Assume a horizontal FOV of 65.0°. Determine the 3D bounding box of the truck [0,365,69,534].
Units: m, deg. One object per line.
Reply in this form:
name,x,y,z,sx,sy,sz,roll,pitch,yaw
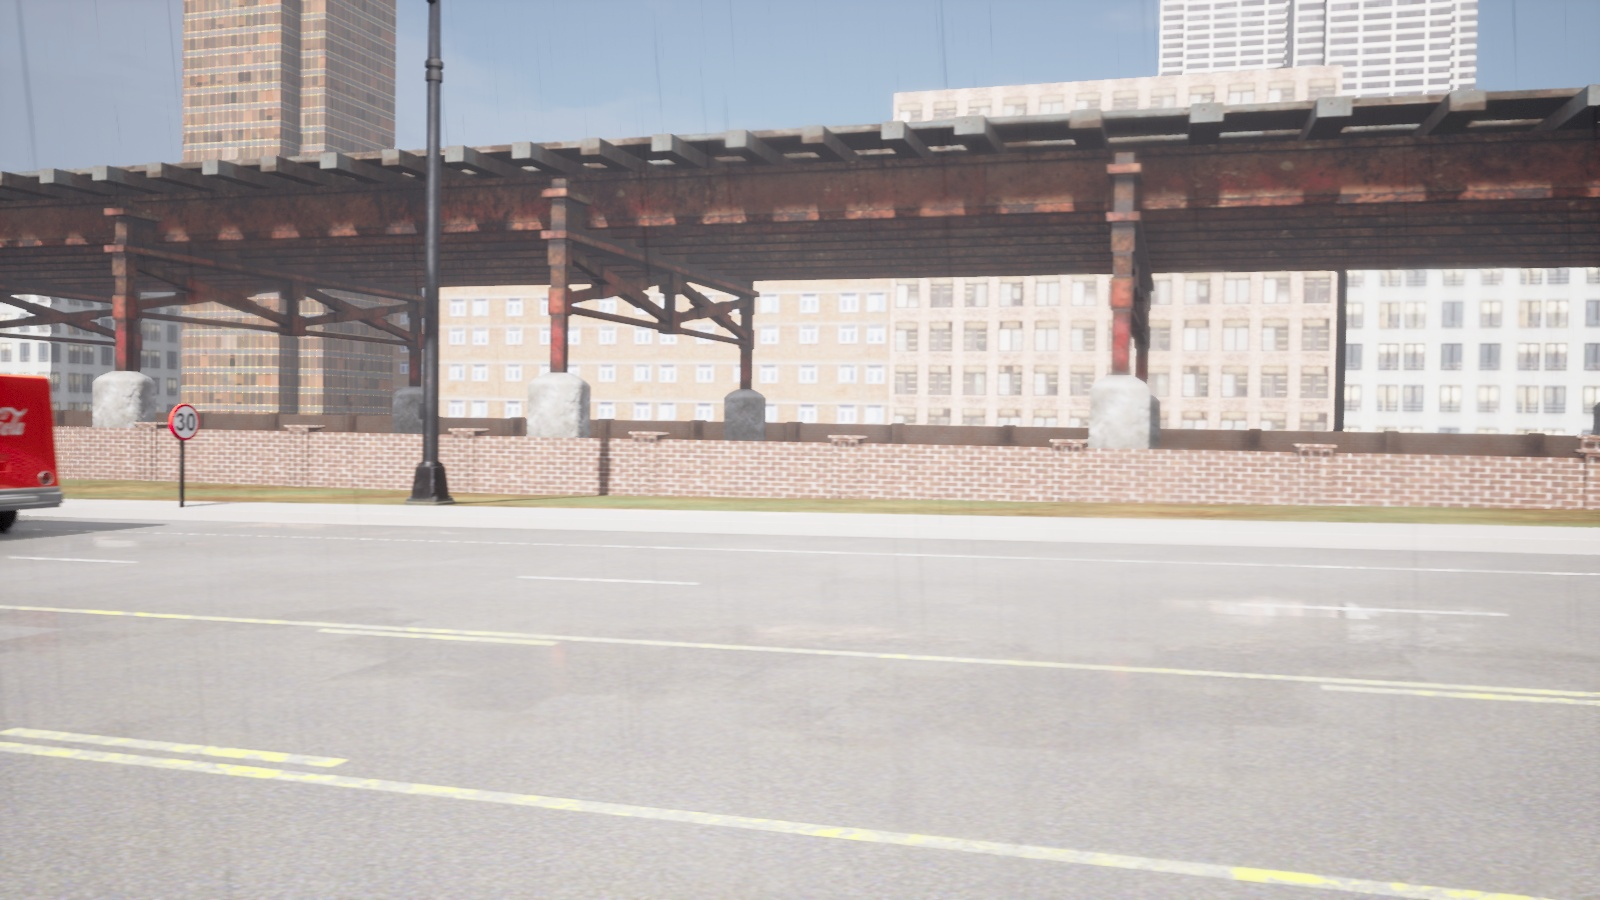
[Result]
truck,-14.194,-0.023,19.005,5.204,2.467,2.627,0,1,18
